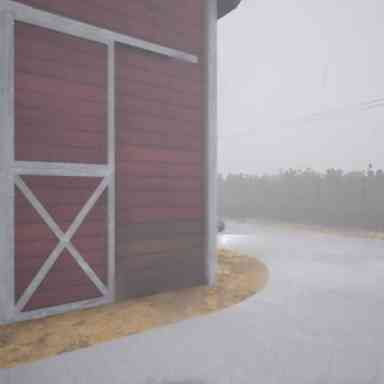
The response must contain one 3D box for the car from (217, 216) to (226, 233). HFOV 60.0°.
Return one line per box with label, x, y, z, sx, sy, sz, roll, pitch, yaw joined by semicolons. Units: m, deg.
car;0.047;1.552;18.816;1.994;1.385;4.181;0;0;-32
